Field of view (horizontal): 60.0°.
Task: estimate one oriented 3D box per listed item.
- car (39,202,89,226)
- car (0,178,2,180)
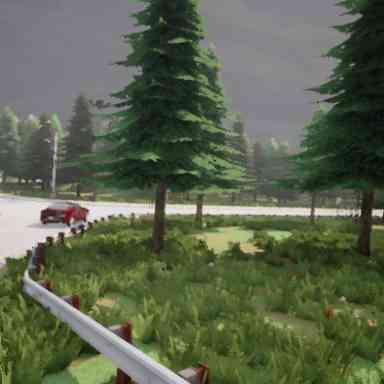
[{"bbox_3d":[-8.790,1.412,23.381,1.882,1.535,5.008,4,2,2],"label":"car"},{"bbox_3d":[-41.238,-2.653,69.401,1.812,1.442,4.674,4,3,7],"label":"car"}]
